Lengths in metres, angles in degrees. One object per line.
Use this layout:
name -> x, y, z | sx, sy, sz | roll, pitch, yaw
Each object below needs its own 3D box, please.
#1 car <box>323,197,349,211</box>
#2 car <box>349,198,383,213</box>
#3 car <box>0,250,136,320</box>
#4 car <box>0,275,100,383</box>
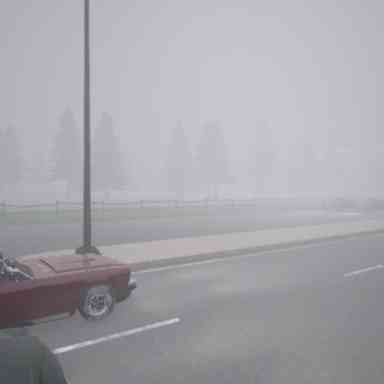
car -> 17.180, 1.389, 38.603 | 4.902, 1.511, 2.128 | 0, 0, -35
car -> 19.600, 1.390, 36.027 | 4.902, 1.511, 2.128 | 0, 0, -35
car -> -3.380, 1.594, 5.555 | 4.718, 1.301, 1.895 | 0, 0, -36
car -> -2.956, 1.602, 1.521 | 4.718, 1.301, 1.895 | 0, 0, -37
